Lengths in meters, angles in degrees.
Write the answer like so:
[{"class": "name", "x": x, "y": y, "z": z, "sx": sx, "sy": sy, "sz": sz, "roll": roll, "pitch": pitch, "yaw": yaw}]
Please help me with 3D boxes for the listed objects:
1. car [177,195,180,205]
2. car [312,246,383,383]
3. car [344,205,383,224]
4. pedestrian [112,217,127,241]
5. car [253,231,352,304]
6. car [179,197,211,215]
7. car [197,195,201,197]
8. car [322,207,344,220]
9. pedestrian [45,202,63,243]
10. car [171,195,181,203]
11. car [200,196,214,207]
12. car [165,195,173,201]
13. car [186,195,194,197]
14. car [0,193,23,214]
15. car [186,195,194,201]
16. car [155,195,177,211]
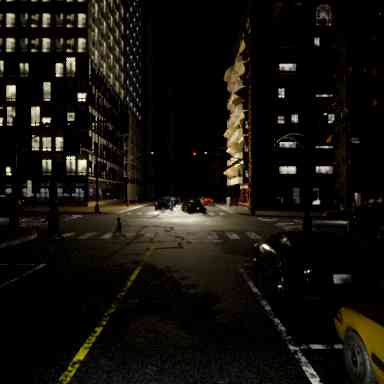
[{"class": "car", "x": -3.409, "y": 1.506, "z": 50.875, "sx": 2.128, "sy": 1.511, "sz": 4.902, "roll": 0, "pitch": 0, "yaw": 0}, {"class": "car", "x": 2.675, "y": 1.525, "z": 2.422, "sx": 1.752, "sy": 1.417, "sz": 4.829, "roll": 0, "pitch": 0, "yaw": 0}, {"class": "car", "x": 15.490, "y": 1.886, "z": 27.760, "sx": 4.181, "sy": 1.385, "sz": 1.994, "roll": 1, "pitch": 0, "yaw": -1}, {"class": "pedestrian", "x": -3.353, "y": 1.295, "z": 15.359, "sx": 0.375, "sy": 1.860, "sz": 0.375, "roll": 0, "pitch": 0, "yaw": 0}, {"class": "car", "x": 2.640, "y": 1.566, "z": 7.935, "sx": 1.947, "sy": 1.339, "sz": 4.313, "roll": 0, "pitch": 0, "yaw": 0}, {"class": "car", "x": 0.207, "y": 1.589, "z": 35.218, "sx": 1.994, "sy": 1.385, "sz": 4.181, "roll": 0, "pitch": 1, "yaw": -12}, {"class": "car", "x": 2.300, "y": 1.573, "z": 62.874, "sx": 2.008, "sy": 1.369, "sz": 4.403, "roll": 0, "pitch": 0, "yaw": 0}, {"class": "car", "x": 14.453, "y": 1.836, "z": 30.349, "sx": 4.829, "sy": 1.417, "sz": 1.752, "roll": 1, "pitch": -1, "yaw": -1}, {"class": "pedestrian", "x": -6.113, "y": 1.295, "z": 14.739, "sx": 0.375, "sy": 1.860, "sz": 0.375, "roll": 0, "pitch": 0, "yaw": 0}, {"class": "car", "x": -3.458, "y": 1.501, "z": 73.583, "sx": 1.882, "sy": 1.535, "sz": 5.008, "roll": 0, "pitch": 0, "yaw": 0}, {"class": "car", "x": 2.430, "y": 1.595, "z": 49.958, "sx": 1.802, "sy": 1.307, "sz": 4.206, "roll": 0, "pitch": 0, "yaw": 0}, {"class": "car", "x": -6.255, "y": 1.598, "z": 91.064, "sx": 2.008, "sy": 1.369, "sz": 4.403, "roll": 0, "pitch": 0, "yaw": 0}, {"class": "car", "x": -0.450, "y": 1.574, "z": 72.539, "sx": 1.994, "sy": 1.385, "sz": 4.181, "roll": 0, "pitch": 0, "yaw": 0}, {"class": "car", "x": -17.880, "y": 1.029, "z": 29.870, "sx": 5.009, "sy": 1.841, "sz": 2.192, "roll": 1, "pitch": -1, "yaw": -1}, {"class": "car", "x": -0.512, "y": 1.396, "z": 82.541, "sx": 2.128, "sy": 1.511, "sz": 4.902, "roll": 0, "pitch": 0, "yaw": 0}, {"class": "car", "x": -3.350, "y": 1.360, "z": 40.839, "sx": 2.097, "sy": 1.767, "sz": 4.553, "roll": 0, "pitch": 0, "yaw": 0}]
